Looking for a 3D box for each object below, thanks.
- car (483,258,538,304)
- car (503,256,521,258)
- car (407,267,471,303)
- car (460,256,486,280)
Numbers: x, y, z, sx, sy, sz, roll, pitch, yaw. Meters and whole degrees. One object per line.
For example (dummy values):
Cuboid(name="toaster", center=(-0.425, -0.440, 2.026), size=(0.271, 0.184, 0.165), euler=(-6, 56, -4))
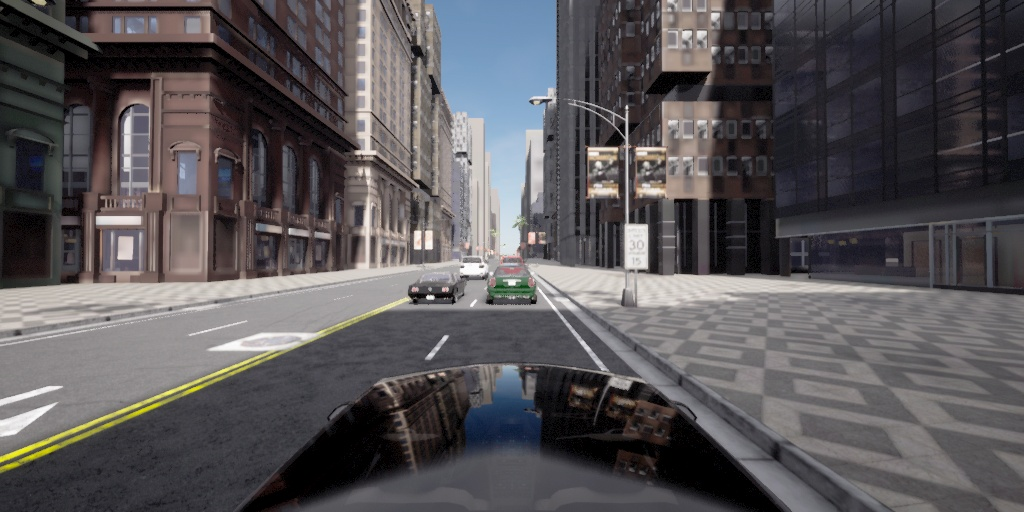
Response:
Cuboid(name="car", center=(0.000, 1.122, 16.472), size=(2.097, 1.767, 4.553), euler=(0, 0, 0))
Cuboid(name="car", center=(0.000, 1.025, 31.534), size=(2.150, 2.045, 5.566), euler=(0, 0, 0))
Cuboid(name="car", center=(-3.250, 1.372, 16.531), size=(1.895, 1.301, 4.718), euler=(0, 0, 0))
Cuboid(name="car", center=(-3.251, 1.025, 31.534), size=(2.150, 2.045, 5.566), euler=(0, 0, 0))
